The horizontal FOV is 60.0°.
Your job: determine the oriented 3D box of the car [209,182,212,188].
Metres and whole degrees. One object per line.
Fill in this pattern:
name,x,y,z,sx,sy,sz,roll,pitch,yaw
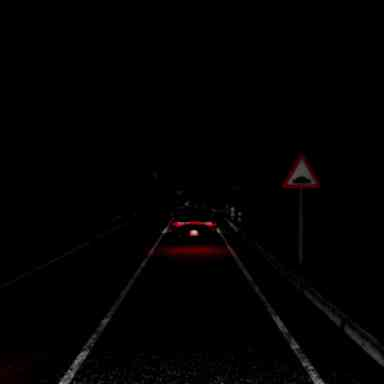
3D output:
car,7.879,-1.262,92.873,4.792,1.488,2.163,0,2,-1

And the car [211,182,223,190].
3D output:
car,8.104,-0.938,79.094,5.566,2.045,2.435,0,3,-1

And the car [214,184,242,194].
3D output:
car,7.988,-0.285,70.846,5.366,1.575,1.946,0,3,-1

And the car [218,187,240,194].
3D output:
car,8.144,-0.380,73.604,4.674,1.452,2.002,0,3,-1

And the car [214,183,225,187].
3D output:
car,8.076,-0.681,76.347,4.553,1.767,2.185,0,3,-1

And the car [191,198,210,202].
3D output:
car,0.853,1.259,31.941,2.033,1.411,5.357,0,1,10

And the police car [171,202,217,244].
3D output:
police car,0.090,1.455,15.767,2.038,1.542,4.974,0,0,0
